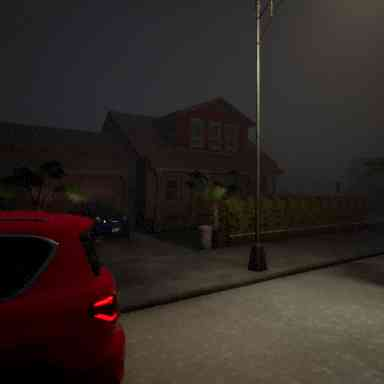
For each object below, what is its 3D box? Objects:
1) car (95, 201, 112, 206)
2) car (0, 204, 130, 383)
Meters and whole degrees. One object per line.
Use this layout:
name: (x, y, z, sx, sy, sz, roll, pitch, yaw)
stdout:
car: (-4.134, 1.173, 14.517, 1.845, 1.501, 3.633, 0, 0, -38)
car: (-3.232, 1.221, 2.289, 5.566, 2.045, 2.150, 0, 0, -35)
